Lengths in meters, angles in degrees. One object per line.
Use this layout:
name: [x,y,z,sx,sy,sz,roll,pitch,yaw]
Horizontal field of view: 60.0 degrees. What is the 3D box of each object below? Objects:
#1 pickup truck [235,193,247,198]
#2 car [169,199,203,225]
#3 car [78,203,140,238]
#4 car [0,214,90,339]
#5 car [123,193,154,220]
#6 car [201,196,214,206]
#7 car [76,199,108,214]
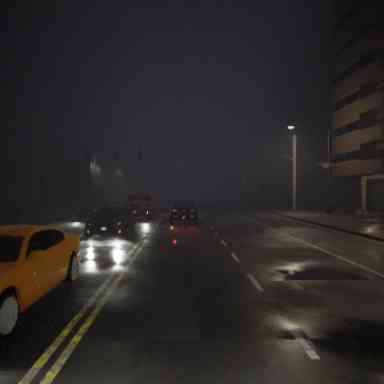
pickup truck: [13.861,0.598,90.871,2.390,2.098,6.274,0,0,29]
car: [-0.580,1.375,23.196,2.128,1.511,4.902,0,0,-2]
car: [-4.076,1.479,17.127,1.994,1.385,4.181,0,0,-2]
car: [-3.768,1.445,6.665,1.882,1.535,5.008,0,0,-2]
car: [-4.304,1.082,27.184,2.150,2.045,5.566,0,0,-2]
car: [2.151,1.303,48.474,2.033,1.411,5.357,0,0,-3]
car: [-7.798,1.348,26.882,1.882,1.535,5.008,0,0,-2]
